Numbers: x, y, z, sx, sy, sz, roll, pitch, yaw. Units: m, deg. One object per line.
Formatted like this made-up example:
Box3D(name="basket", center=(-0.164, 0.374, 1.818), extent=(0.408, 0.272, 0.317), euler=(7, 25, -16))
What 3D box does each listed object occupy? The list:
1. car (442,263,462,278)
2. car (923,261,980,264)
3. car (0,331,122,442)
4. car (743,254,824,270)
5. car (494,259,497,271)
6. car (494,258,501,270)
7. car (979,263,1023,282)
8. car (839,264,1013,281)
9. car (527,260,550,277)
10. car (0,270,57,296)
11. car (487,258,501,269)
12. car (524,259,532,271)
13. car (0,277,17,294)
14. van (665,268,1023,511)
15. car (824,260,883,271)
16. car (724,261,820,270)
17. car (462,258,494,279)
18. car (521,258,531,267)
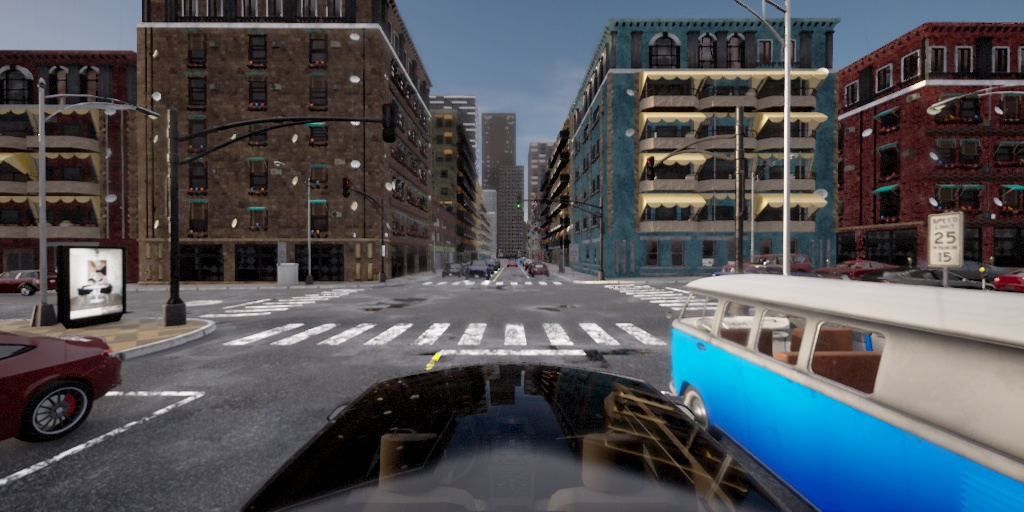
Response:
Box3D(name="car", center=(-5.656, 1.363, 35.138), extent=(1.948, 1.339, 4.313), euler=(0, 0, 0))
Box3D(name="car", center=(23.974, 0.940, 19.717), extent=(5.357, 1.411, 2.033), euler=(-1, 0, 0))
Box3D(name="car", center=(-5.691, 1.333, 2.733), extent=(1.802, 1.307, 4.207), euler=(0, 0, 0))
Box3D(name="car", center=(15.794, 0.808, 22.263), extent=(5.009, 1.841, 2.192), euler=(0, 0, 0))
Box3D(name="car", center=(-3.054, 1.372, 41.068), extent=(1.994, 1.385, 4.181), euler=(0, 0, 0))
Box3D(name="car", center=(-3.043, 1.176, 49.973), extent=(2.097, 1.767, 4.553), euler=(0, 0, 0))
Box3D(name="car", center=(21.377, 1.049, 13.916), extent=(4.207, 1.307, 1.802), euler=(0, 0, 0))
Box3D(name="car", center=(15.806, 1.114, 13.883), extent=(4.313, 1.339, 1.948), euler=(0, 0, 0))
Box3D(name="car", center=(2.725, 1.379, 35.117), extent=(1.802, 1.307, 4.207), euler=(0, 0, 0))
Box3D(name="car", center=(-30.239, 1.601, 22.112), extent=(4.097, 1.591, 1.967), euler=(0, 0, 0))
Box3D(name="car", center=(-3.005, 1.197, 60.061), extent=(2.097, 1.767, 4.553), euler=(0, 0, 0))
Box3D(name="car", center=(2.731, 1.373, 40.640), extent=(1.948, 1.339, 4.313), euler=(0, 0, 0))
Box3D(name="car", center=(-22.381, 1.653, 13.520), extent=(4.403, 1.370, 2.007), euler=(0, 0, 0))
Box3D(name="van", center=(2.690, 1.092, 2.723), extent=(1.690, 1.789, 3.998), euler=(0, 0, 0))
Box3D(name="car", center=(21.365, 0.958, 22.297), extent=(4.507, 1.381, 1.888), euler=(0, 0, 0))
Box3D(name="car", center=(13.572, 1.144, 19.646), extent=(4.718, 1.301, 1.895), euler=(-1, 0, -1))
Box3D(name="car", center=(-3.007, 1.145, 32.382), extent=(2.097, 1.767, 4.553), euler=(0, 0, -1))
Box3D(name="car", center=(2.743, 1.372, 51.687), extent=(1.888, 1.381, 4.507), euler=(0, 0, 0))
